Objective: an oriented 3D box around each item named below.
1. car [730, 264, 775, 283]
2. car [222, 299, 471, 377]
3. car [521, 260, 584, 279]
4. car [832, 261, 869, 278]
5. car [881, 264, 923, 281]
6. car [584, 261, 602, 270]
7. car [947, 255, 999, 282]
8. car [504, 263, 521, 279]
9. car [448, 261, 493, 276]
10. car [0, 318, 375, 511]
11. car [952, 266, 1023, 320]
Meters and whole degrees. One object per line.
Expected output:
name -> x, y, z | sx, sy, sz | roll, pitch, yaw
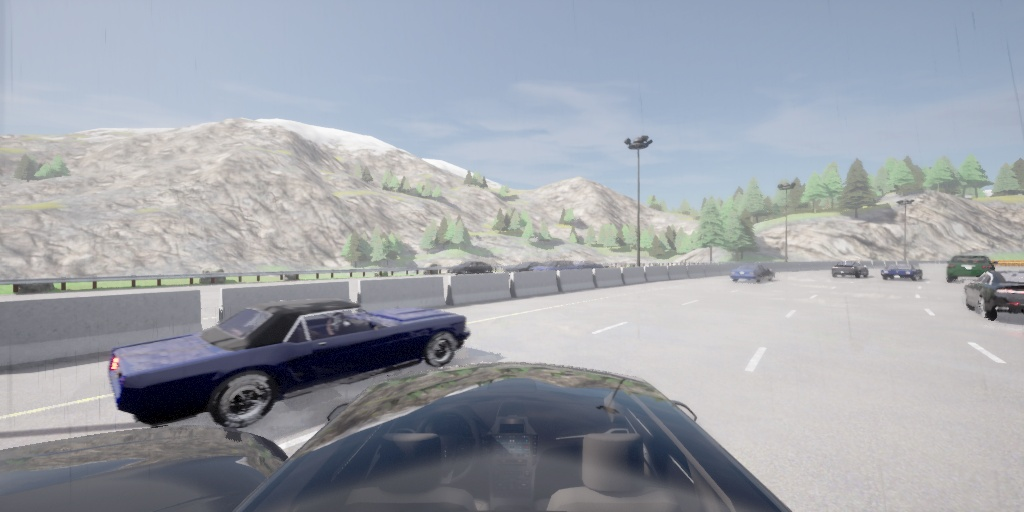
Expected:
car -> 18.882, 1.297, 28.103 | 5.357, 1.411, 2.033 | 0, 0, -41
car -> -2.905, 1.351, 5.761 | 1.895, 1.301, 4.718 | 0, 0, 39
car -> 3.238, 1.102, 28.304 | 4.553, 1.767, 2.097 | 0, 0, -44
car -> 31.383, 1.241, 33.268 | 4.902, 1.511, 2.128 | 0, 0, -35
car -> 32.315, 1.351, 29.658 | 4.718, 1.301, 1.895 | 0, 0, -35
car -> 8.540, 1.298, 42.444 | 5.357, 1.411, 2.033 | 0, 0, -40
car -> 35.255, 0.969, 27.499 | 5.566, 2.045, 2.150 | 0, 0, -35
car -> 1.474, 1.227, 31.471 | 5.008, 1.535, 1.882 | 0, 0, -44
car -> -4.119, 1.255, 35.798 | 4.892, 1.490, 1.837 | 0, 0, -44
car -> -2.981, 1.255, 0.466 | 4.892, 1.490, 1.837 | 0, 0, -45
car -> 16.522, 1.241, 11.702 | 2.128, 1.511, 4.902 | 0, 0, 45
